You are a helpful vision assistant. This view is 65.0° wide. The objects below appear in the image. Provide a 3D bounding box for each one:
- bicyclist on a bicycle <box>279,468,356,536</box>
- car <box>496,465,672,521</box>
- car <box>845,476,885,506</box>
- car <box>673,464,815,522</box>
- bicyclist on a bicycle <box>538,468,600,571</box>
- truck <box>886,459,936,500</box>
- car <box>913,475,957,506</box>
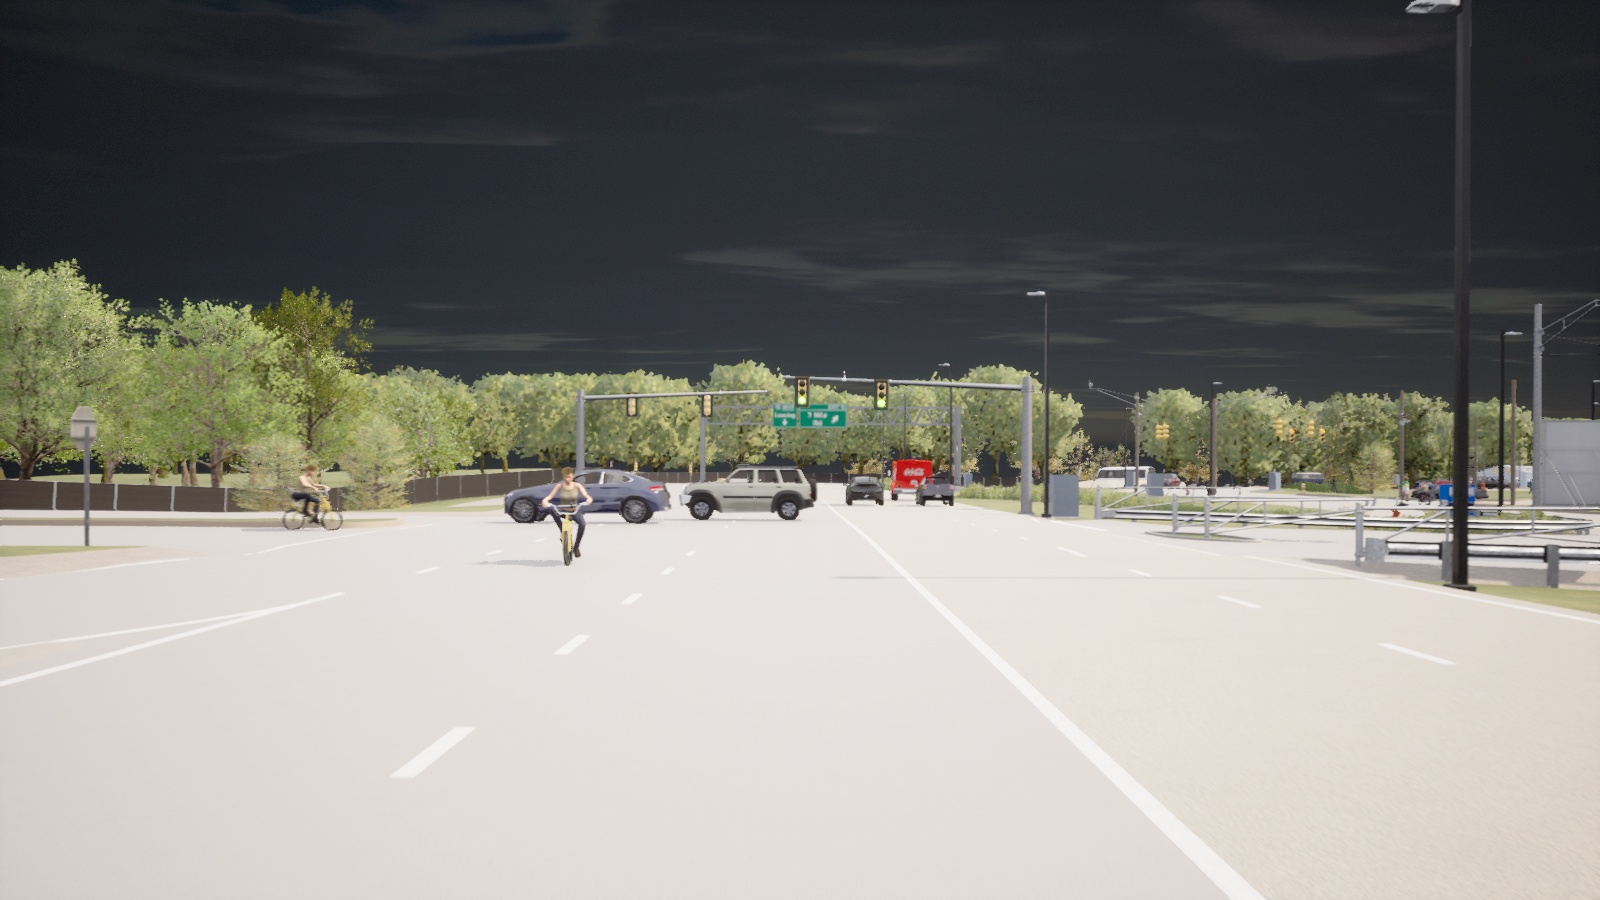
[{"bbox_3d":[-11.724,1.257,30.528,1.509,1.612,0.866,0,0,3],"label":"bicyclist on a bicycle"},{"bbox_3d":[-6.509,1.300,38.297,5.027,1.651,2.152,0,-1,-1],"label":"car"},{"bbox_3d":[3.343,2.084,65.386,1.837,1.490,4.892,0,-1,0],"label":"car"},{"bbox_3d":[-1.840,1.422,41.885,4.605,1.855,1.932,0,-1,-1],"label":"car"},{"bbox_3d":[-3.800,1.115,20.764,0.866,1.612,1.509,-1,-1,-6],"label":"bicyclist on a bicycle"},{"bbox_3d":[6.812,1.810,77.565,2.627,2.467,5.204,0,-1,0],"label":"truck"},{"bbox_3d":[6.846,2.055,64.163,1.845,1.501,3.633,0,-1,0],"label":"car"}]
